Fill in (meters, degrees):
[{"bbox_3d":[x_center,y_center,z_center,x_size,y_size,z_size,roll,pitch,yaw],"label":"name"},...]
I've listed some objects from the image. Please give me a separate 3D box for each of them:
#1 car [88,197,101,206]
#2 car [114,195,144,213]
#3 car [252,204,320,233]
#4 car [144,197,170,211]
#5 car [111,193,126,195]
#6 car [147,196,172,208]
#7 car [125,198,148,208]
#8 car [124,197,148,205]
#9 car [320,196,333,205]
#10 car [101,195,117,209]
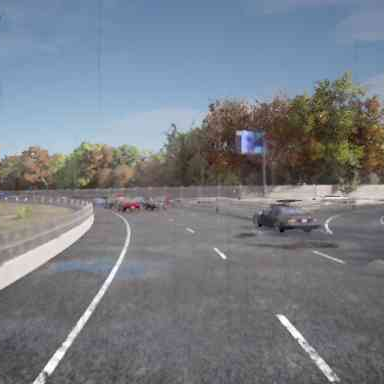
[{"bbox_3d":[-15.944,1.611,55.409,2.033,1.411,5.357,0,0,-34],"label":"car"},{"bbox_3d":[-7.235,1.496,37.916,1.882,1.535,5.008,0,0,-22],"label":"car"},{"bbox_3d":[5.188,1.494,19.136,2.033,1.411,5.357,0,0,-10],"label":"car"},{"bbox_3d":[-4.410,1.488,40.315,2.128,1.511,4.902,0,0,-22],"label":"car"},{"bbox_3d":[-12.980,1.258,57.265,2.150,2.045,5.566,0,0,-34],"label":"car"},{"bbox_3d":[-4.955,1.469,50.028,1.882,1.535,5.008,0,0,-29],"label":"car"},{"bbox_3d":[-8.150,1.616,48.597,1.895,1.301,4.718,0,0,-29],"label":"car"},{"bbox_3d":[-9.979,1.566,59.073,2.033,1.411,5.357,0,0,-34],"label":"car"},{"bbox_3d":[19.686,1.383,48.986,4.892,1.490,1.837,0,0,2],"label":"car"},{"bbox_3d":[-10.899,1.541,46.283,1.837,1.490,4.892,0,0,-26],"label":"car"}]
